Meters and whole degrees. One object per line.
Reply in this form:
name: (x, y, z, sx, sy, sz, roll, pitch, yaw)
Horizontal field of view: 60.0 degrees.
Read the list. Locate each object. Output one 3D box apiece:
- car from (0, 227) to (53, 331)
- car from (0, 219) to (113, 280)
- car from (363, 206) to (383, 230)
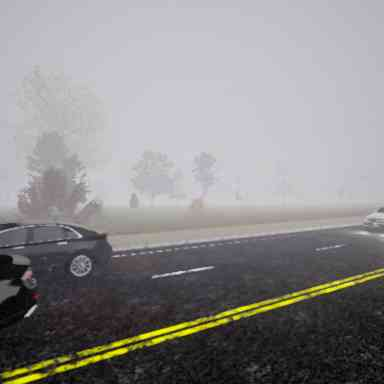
car: (-4.689, 1.491, 4.323, 4.902, 1.511, 2.128, 0, 0, -35)
car: (-4.487, 1.507, 8.454, 4.892, 1.490, 1.837, 0, 0, -36)
car: (12.461, 1.563, 20.498, 4.674, 1.442, 1.812, 0, 0, -35)
